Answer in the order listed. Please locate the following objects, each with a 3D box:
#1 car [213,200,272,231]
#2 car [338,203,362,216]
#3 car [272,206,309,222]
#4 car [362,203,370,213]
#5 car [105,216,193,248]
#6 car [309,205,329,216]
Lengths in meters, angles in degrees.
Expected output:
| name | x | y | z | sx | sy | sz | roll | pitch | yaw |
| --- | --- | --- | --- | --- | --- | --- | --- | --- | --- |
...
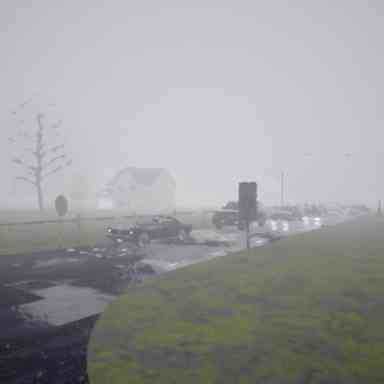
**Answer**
| name | x | y | z | sx | sy | sz | roll | pitch | yaw |
| --- | --- | --- | --- | --- | --- | --- | --- | --- | --- |
| car | 3.727 | 1.661 | 24.982 | 2.150 | 2.045 | 5.566 | 0 | -1 | 36 |
| car | 20.656 | 2.372 | 43.806 | 1.895 | 1.301 | 4.718 | 0 | -1 | 35 |
| car | 9.654 | 2.123 | 33.345 | 2.033 | 1.411 | 5.357 | 0 | -1 | 35 |
| car | 26.495 | 2.464 | 52.045 | 1.994 | 1.385 | 4.181 | 0 | -1 | 35 |
| car | -2.033 | 1.903 | 16.845 | 1.895 | 1.301 | 4.718 | 0 | -1 | 35 |
| car | 15.598 | 2.311 | 41.676 | 1.895 | 1.301 | 4.718 | 0 | -1 | 36 |
